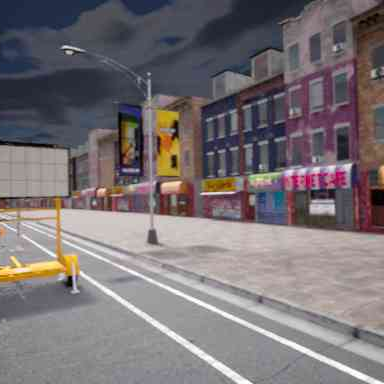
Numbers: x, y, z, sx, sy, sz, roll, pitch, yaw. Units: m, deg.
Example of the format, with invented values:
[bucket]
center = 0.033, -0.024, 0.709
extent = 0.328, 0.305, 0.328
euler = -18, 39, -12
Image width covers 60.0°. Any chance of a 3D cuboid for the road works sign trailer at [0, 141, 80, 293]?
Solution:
[road works sign trailer]
center = -4.318, 0.563, 8.278
extent = 2.380, 3.560, 2.880
euler = -1, -1, -34
